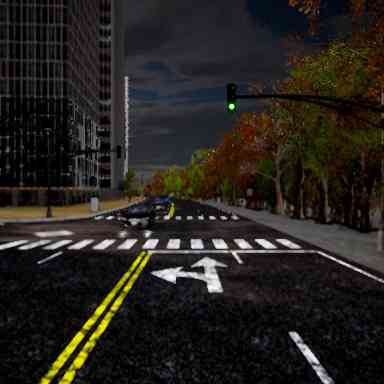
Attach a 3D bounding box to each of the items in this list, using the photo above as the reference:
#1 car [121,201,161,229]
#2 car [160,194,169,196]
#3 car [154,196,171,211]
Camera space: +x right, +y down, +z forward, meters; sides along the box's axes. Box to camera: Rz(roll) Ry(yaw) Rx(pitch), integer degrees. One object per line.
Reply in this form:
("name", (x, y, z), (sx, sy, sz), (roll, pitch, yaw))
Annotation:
("car", (-3.491, 1.587, 22.246), (2.128, 1.511, 4.902), (0, 0, -1))
("car", (-5.324, 1.440, 63.661), (2.150, 2.045, 5.566), (0, 0, -4))
("car", (-4.164, 1.671, 42.685), (2.128, 1.511, 4.902), (0, 1, -2))
